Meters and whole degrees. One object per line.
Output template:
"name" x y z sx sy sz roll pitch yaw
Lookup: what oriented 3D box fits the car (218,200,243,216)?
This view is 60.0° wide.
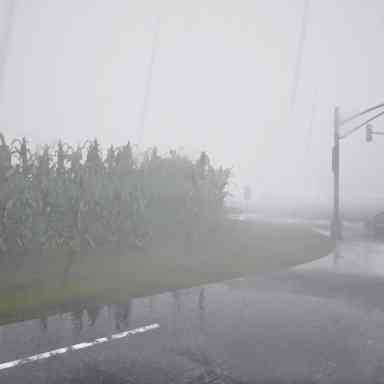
"car" 3.048 1.490 31.981 1.812 1.442 4.674 1 0 -26

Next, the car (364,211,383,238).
"car" 9.527 1.538 14.791 2.033 1.411 5.357 0 1 6
